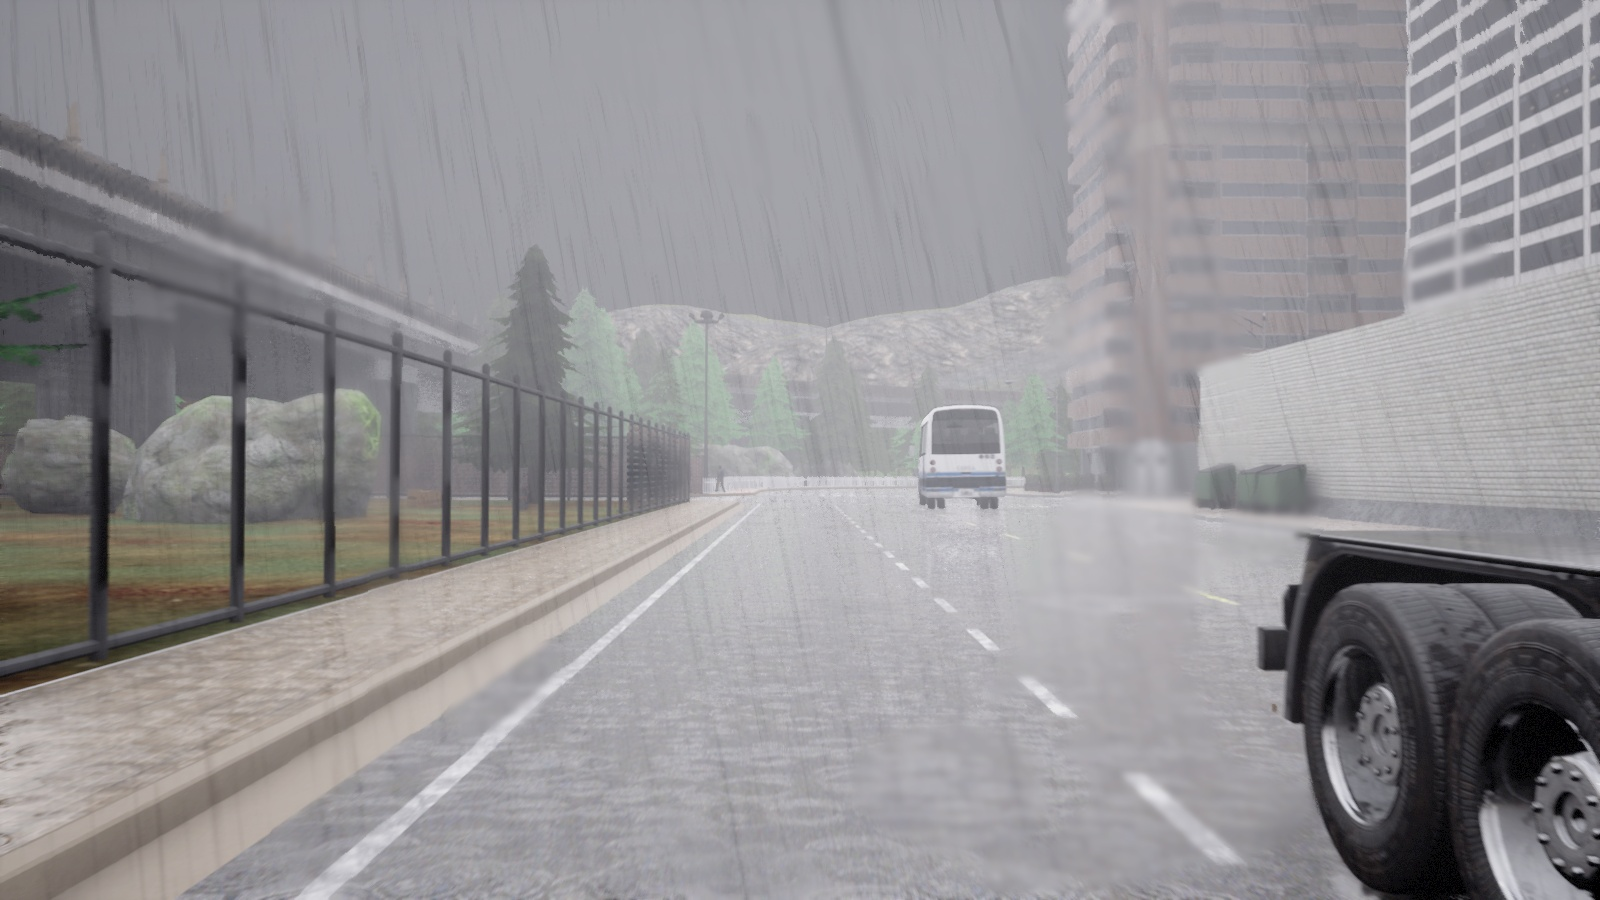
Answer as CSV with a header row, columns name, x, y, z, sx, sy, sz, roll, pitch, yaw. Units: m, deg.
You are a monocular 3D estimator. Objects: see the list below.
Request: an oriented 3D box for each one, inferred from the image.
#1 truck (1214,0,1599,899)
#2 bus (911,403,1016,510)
name,x,y,z,sx,sy,sz,roll,pitch,yaw
truck,3.490,-0.144,2.152,2.891,3.462,7.936,0,-1,0
bus,7.091,0.373,56.144,3.944,4.253,10.273,-1,-1,4
